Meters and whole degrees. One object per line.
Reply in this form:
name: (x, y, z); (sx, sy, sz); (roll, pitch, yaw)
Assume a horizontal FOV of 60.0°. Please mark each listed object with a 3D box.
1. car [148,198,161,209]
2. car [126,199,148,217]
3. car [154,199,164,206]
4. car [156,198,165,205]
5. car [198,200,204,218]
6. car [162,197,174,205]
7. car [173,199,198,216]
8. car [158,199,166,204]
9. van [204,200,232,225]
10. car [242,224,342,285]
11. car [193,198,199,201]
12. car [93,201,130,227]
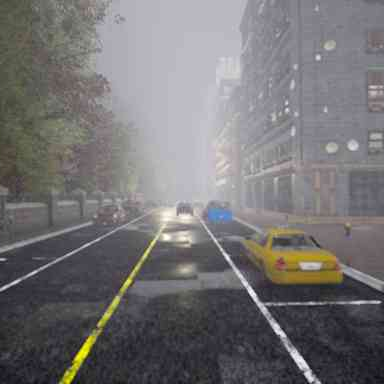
car: (-7.138, 1.964, 58.949); (2.192, 1.841, 5.009); (0, -1, -1)
car: (-6.573, 1.740, 36.803); (2.192, 1.841, 5.009); (0, -1, -1)
car: (-7.561, 2.386, 75.557); (1.947, 1.339, 4.313); (0, -1, -1)
car: (-7.703, 2.318, 81.094); (1.967, 1.590, 4.097); (0, -1, -1)
car: (1.947, 1.718, 31.483); (1.967, 1.590, 4.097); (0, -1, -1)
car: (-4.761, 1.821, 70.955); (2.097, 1.767, 4.553); (-1, -1, -1)
car: (-0.778, 1.851, 36.618); (2.128, 1.511, 4.902); (-1, 0, -1)
car: (-7.843, 2.519, 86.629); (1.802, 1.307, 4.206); (0, -1, -1)
van: (2.087, 1.564, 25.947); (1.690, 1.788, 3.998); (0, -1, -1)
car: (2.508, 1.588, 9.504); (1.752, 1.417, 4.829); (0, -1, -1)
car: (1.099, 2.164, 64.701); (2.008, 1.369, 4.403); (0, -1, -1)
car: (-6.289, 1.755, 25.728); (1.967, 1.590, 4.097); (0, -1, -1)
